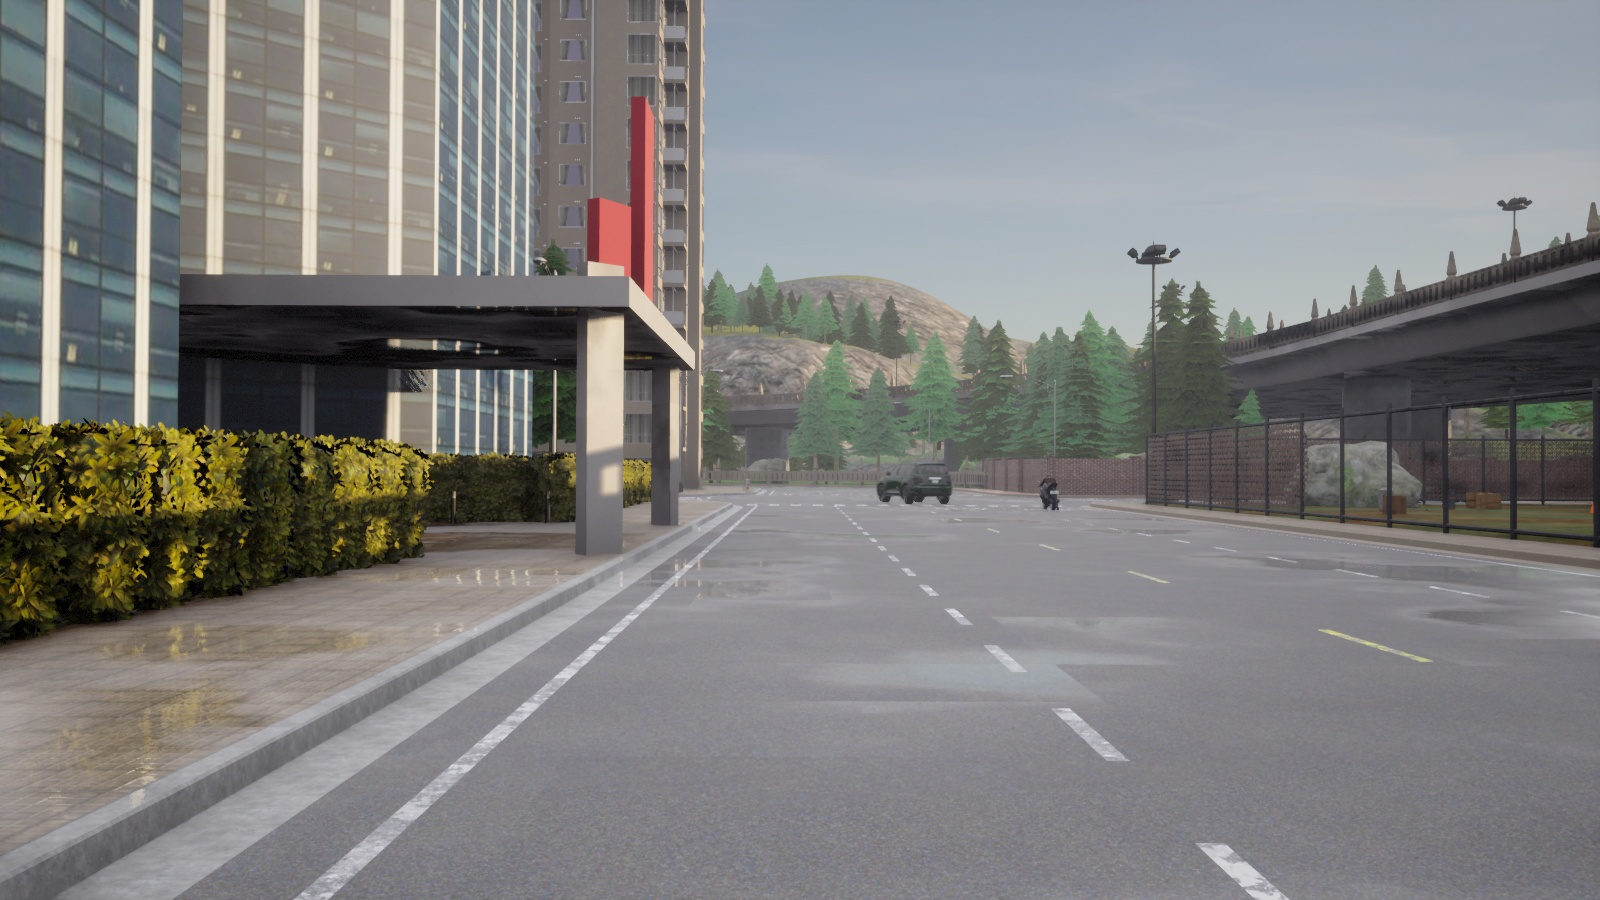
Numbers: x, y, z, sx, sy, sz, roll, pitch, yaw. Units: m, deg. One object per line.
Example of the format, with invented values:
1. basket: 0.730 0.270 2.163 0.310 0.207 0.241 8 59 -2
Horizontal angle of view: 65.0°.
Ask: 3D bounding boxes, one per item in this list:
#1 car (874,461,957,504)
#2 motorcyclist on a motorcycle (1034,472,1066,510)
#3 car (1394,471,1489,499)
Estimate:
1. car: 5.640 1.582 62.297 2.150 2.045 5.566 0 -1 -17
2. motorcyclist on a motorcycle: 10.361 1.682 52.150 0.866 1.530 2.191 0 -1 0
3. car: 34.735 1.885 68.089 4.193 1.474 1.816 0 -1 0
